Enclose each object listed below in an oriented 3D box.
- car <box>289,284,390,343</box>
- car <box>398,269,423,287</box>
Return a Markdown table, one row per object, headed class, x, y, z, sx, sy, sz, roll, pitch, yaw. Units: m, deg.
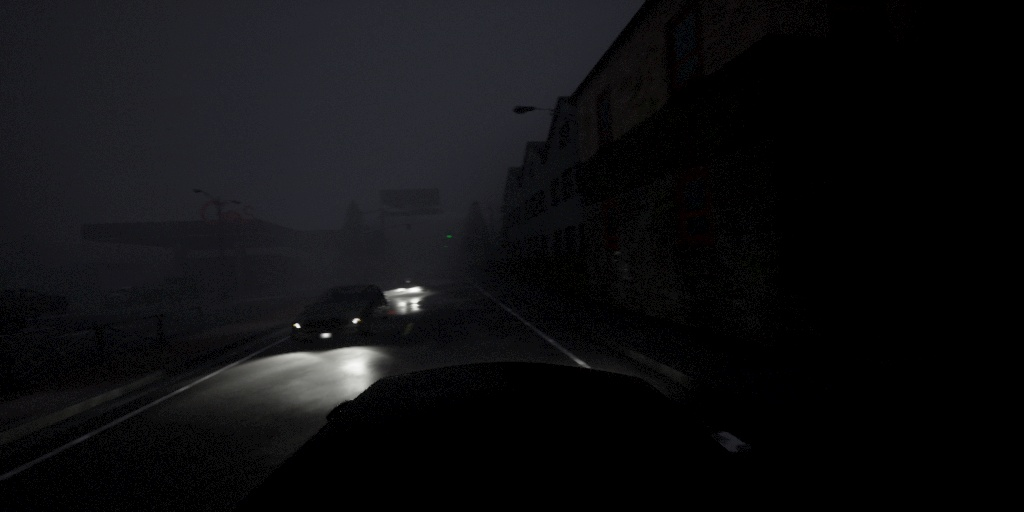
| class | x | y | z | sx | sy | sz | roll | pitch | yaw |
| --- | --- | --- | --- | --- | --- | --- | --- | --- | --- |
| car | -5.192 | 1.644 | 11.610 | 2.033 | 1.411 | 5.357 | -3 | 0 | -11 |
| car | -9.122 | 1.908 | 32.320 | 2.128 | 1.511 | 4.902 | -3 | 0 | -10 |
